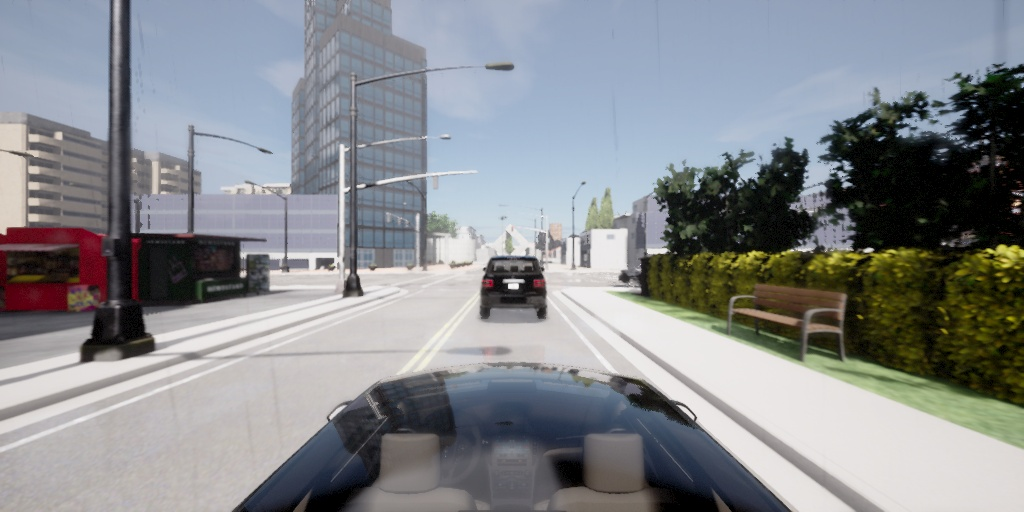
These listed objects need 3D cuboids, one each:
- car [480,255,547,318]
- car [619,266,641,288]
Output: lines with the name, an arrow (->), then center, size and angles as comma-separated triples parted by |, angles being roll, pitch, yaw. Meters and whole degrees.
car -> 0.058, 1.006, 13.279 | 2.150, 2.045, 5.566 | 0, 0, 0
car -> 9.235, 1.300, 22.471 | 4.902, 1.511, 2.128 | 0, -1, 26
